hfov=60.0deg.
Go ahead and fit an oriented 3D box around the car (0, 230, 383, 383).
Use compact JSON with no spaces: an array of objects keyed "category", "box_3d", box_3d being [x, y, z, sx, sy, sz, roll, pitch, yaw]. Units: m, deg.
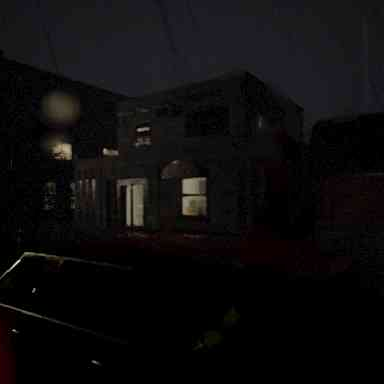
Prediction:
[{"category":"car","box_3d":[-0.751,1.341,3.414,5.009,1.841,2.192,-1,-1,36]}]
